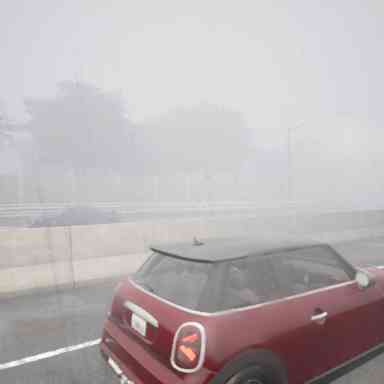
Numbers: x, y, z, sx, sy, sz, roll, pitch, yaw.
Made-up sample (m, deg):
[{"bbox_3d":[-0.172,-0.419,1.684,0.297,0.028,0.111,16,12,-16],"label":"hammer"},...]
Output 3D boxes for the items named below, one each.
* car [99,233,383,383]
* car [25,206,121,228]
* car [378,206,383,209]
[{"bbox_3d":[1.192,1.361,4.591,4.553,1.767,2.097,0,0,-35],"label":"car"},{"bbox_3d":[-7.142,1.562,20.380,5.357,1.411,2.033,0,0,-35],"label":"car"},{"bbox_3d":[18.737,1.693,30.099,4.718,1.301,1.895,0,0,-35],"label":"car"}]
